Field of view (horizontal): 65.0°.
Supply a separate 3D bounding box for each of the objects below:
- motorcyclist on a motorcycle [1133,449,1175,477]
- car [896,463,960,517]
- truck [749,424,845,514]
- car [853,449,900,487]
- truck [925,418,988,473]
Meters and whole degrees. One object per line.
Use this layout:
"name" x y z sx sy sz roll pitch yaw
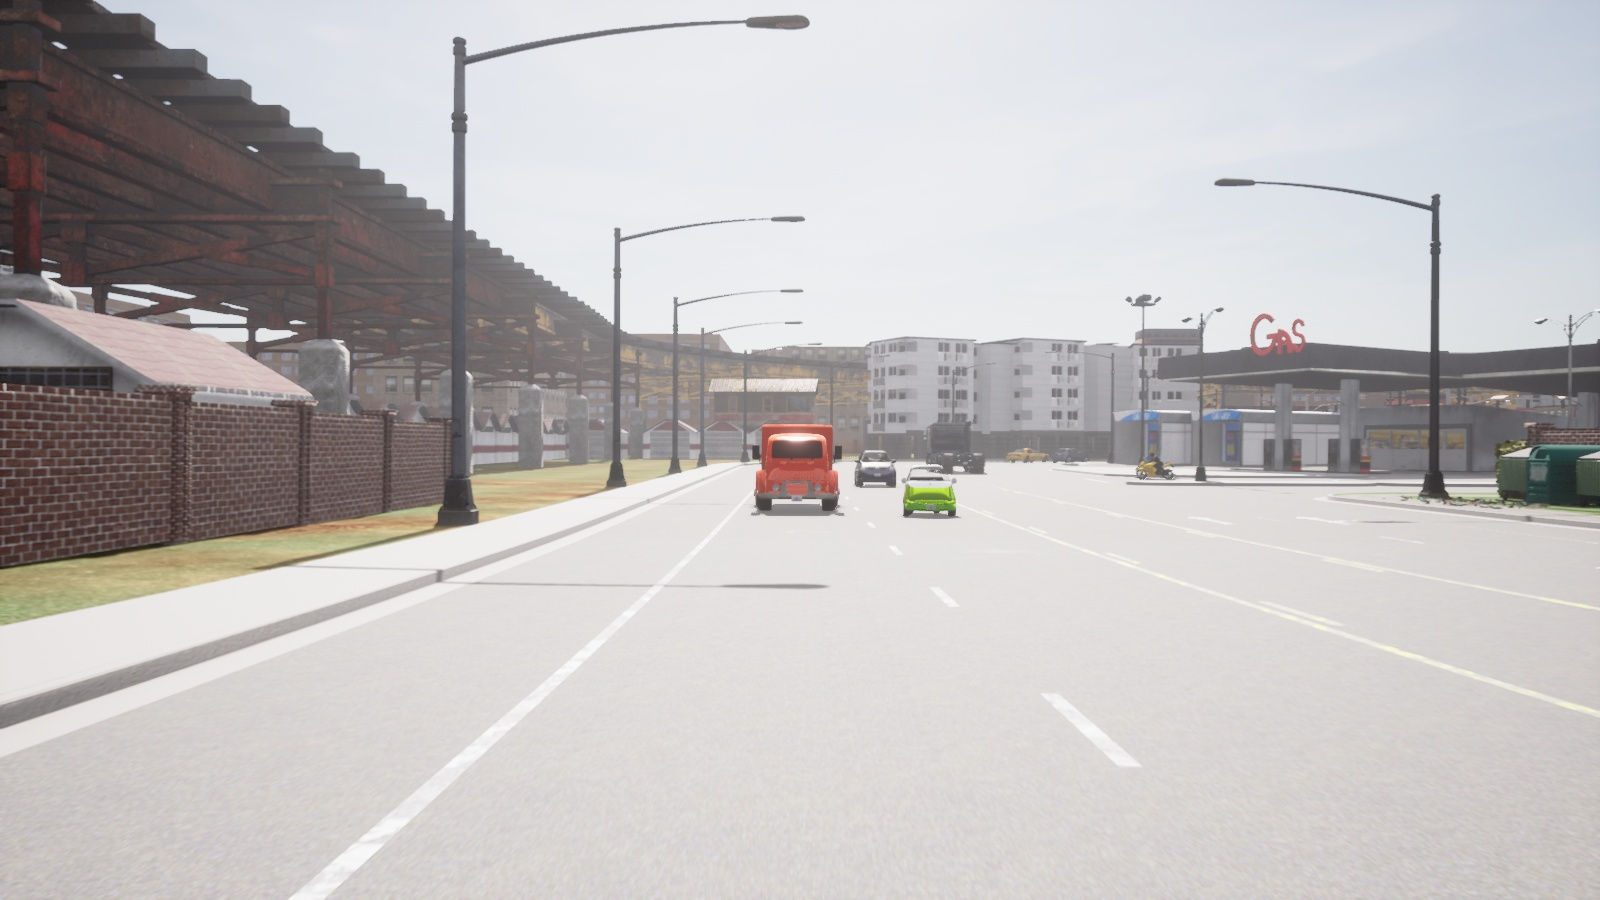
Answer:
"motorcyclist on a motorcycle" 19.129 0.713 67.883 2.044 1.523 0.797 0 0 4
"car" 3.424 1.043 33.831 1.481 1.376 2.207 0 0 0
"truck" -0.086 0.496 37.124 2.627 2.467 5.204 0 0 0
"car" 3.372 0.758 56.164 1.851 1.617 3.988 0 0 0
"truck" 10.296 -0.305 83.514 2.891 3.462 7.936 0 0 -2
